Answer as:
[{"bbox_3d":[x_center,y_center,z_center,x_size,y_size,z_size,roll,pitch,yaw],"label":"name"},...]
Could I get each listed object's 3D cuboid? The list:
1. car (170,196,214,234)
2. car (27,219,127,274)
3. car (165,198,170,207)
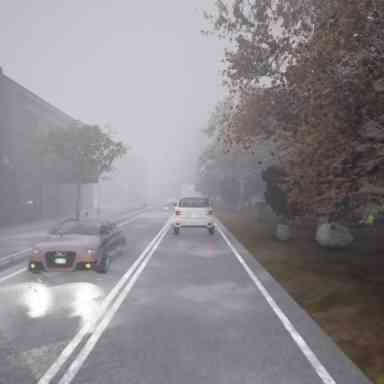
[{"bbox_3d":[0.096,1.226,19.454,2.150,2.045,5.566,0,0,0],"label":"car"},{"bbox_3d":[-3.352,1.566,10.454,1.994,1.385,4.181,0,0,0],"label":"car"},{"bbox_3d":[-3.245,1.659,53.641,1.812,1.442,4.674,0,0,1],"label":"car"}]
